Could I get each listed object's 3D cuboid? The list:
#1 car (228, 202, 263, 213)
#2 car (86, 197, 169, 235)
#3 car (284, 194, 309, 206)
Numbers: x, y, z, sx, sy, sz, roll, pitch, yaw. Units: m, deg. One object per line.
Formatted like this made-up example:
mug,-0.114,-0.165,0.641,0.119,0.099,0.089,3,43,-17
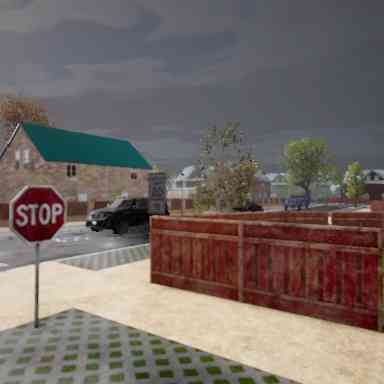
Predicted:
car,5.364,1.698,33.038,1.882,1.535,5.008,1,0,35
car,-3.638,1.315,20.002,2.150,2.045,5.566,1,0,35
car,14.564,1.291,46.189,2.150,2.045,5.566,1,0,35
